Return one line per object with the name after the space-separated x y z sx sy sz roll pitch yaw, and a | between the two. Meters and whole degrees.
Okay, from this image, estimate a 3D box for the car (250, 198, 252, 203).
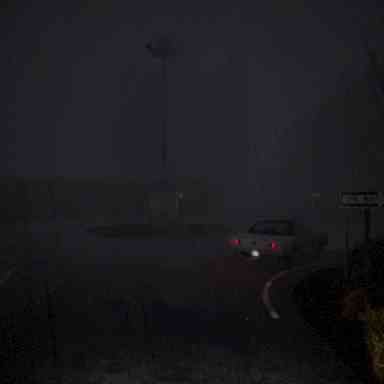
12.663 1.819 76.967 1.994 1.381 4.181 0 0 -1 | car

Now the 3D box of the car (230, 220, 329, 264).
3.443 1.674 12.287 1.895 1.301 4.718 0 0 40 | car
